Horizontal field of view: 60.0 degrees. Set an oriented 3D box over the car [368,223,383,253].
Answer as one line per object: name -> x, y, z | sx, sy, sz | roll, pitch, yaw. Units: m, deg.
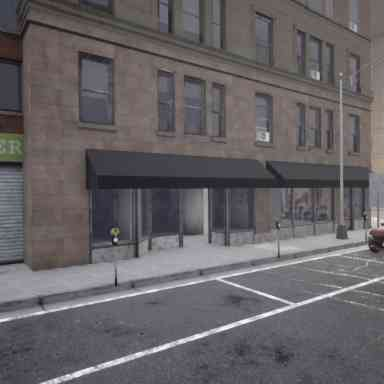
car -> 8.402, 1.542, 12.588 | 4.507, 1.381, 1.887 | 0, -1, -36
